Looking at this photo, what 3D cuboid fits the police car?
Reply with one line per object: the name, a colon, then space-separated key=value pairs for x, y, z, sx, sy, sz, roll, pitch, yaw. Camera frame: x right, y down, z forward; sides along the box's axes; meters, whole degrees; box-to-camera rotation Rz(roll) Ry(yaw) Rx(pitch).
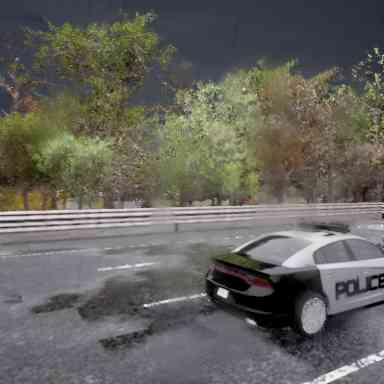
police car: x=2.727 y=1.433 z=6.674 sx=5.238 sy=1.638 sz=1.930 roll=0 pitch=0 yaw=-30
